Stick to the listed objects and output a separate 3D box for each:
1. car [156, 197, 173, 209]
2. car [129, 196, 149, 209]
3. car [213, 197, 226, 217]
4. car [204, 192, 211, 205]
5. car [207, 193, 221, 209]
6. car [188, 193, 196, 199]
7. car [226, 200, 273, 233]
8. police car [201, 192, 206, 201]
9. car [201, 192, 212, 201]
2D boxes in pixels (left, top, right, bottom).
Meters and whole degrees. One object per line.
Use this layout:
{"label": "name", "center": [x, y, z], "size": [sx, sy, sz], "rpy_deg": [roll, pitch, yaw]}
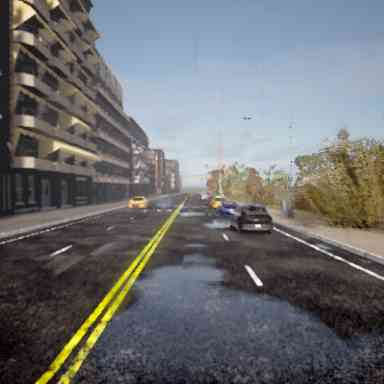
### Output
{"label": "car", "center": [-3.328, 1.372, 41.724], "size": [2.033, 1.411, 5.357], "rpy_deg": [0, 0, 0]}
{"label": "car", "center": [-6.577, 1.303, 41.335], "size": [1.882, 1.535, 5.008], "rpy_deg": [0, 0, 0]}
{"label": "car", "center": [3.245, 1.436, 29.777], "size": [1.994, 1.385, 4.181], "rpy_deg": [0, 0, 0]}
{"label": "car", "center": [3.241, 1.263, 51.777], "size": [1.882, 1.535, 5.008], "rpy_deg": [0, 0, 0]}
{"label": "car", "center": [3.240, 1.284, 40.983], "size": [1.801, 1.575, 5.366], "rpy_deg": [0, 0, 0]}
{"label": "car", "center": [-0.014, 0.976, 84.906], "size": [2.097, 1.767, 4.553], "rpy_deg": [0, 0, 0]}
{"label": "car", "center": [3.247, 1.422, 18.776], "size": [1.837, 1.490, 4.892], "rpy_deg": [0, 0, 0]}
{"label": "police car", "center": [3.240, 1.248, 62.778], "size": [2.038, 1.542, 4.974], "rpy_deg": [0, 0, 0]}
{"label": "car", "center": [3.238, 0.923, 73.807], "size": [2.150, 2.045, 5.566], "rpy_deg": [0, 0, 0]}
